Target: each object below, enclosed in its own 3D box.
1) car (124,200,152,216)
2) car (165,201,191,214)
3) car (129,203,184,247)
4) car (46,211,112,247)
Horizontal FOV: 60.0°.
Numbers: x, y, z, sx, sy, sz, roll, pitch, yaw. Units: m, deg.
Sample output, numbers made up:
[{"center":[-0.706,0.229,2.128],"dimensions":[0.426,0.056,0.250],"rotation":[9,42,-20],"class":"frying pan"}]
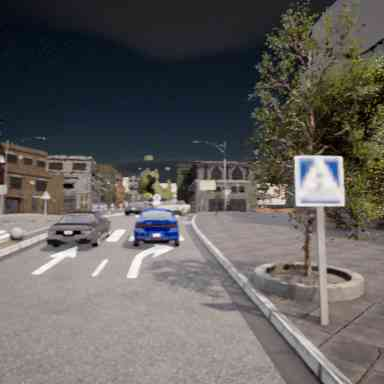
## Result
[{"center":[-4.597,1.443,30.368],"dimensions":[1.994,1.385,4.181],"rotation":[-1,-2,11],"class":"car"},{"center":[-1.405,1.415,29.756],"dimensions":[1.895,1.301,4.718],"rotation":[-1,-1,11],"class":"car"},{"center":[-1.586,1.481,15.165],"dimensions":[1.882,1.535,5.008],"rotation":[0,0,-5],"class":"car"},{"center":[-4.822,1.543,14.859],"dimensions":[2.033,1.411,5.357],"rotation":[0,0,-5],"class":"car"}]
